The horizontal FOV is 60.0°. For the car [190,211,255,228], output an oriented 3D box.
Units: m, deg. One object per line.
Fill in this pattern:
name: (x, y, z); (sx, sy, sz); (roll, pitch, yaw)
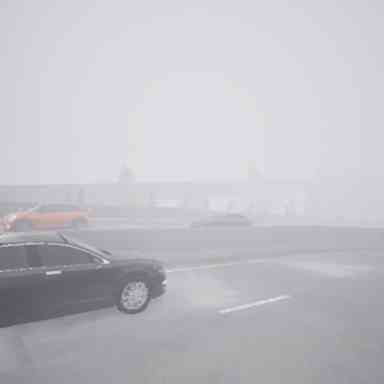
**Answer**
car: (2.136, 2.084, 22.636); (4.892, 1.490, 1.837); (5, -3, -35)

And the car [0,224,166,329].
car: (-2.782, 1.516, 6.060); (4.892, 1.490, 1.837); (0, 0, -36)

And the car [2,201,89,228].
car: (-8.460, 1.428, 19.417); (4.553, 1.767, 2.097); (2, -1, -35)
